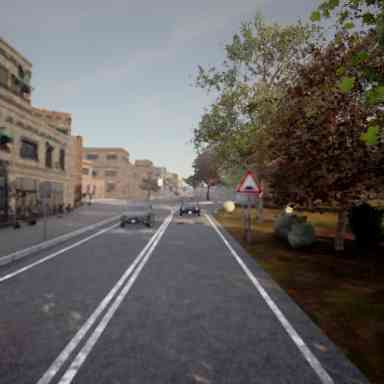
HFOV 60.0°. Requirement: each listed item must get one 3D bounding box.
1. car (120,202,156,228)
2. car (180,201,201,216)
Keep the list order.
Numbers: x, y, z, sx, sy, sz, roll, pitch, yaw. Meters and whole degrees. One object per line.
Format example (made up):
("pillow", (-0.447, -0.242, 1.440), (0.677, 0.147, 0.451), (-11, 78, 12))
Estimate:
("car", (-3.476, 1.466, 22.028), (1.837, 1.490, 4.892), (0, 0, 0))
("car", (-0.119, 1.487, 31.313), (1.895, 1.301, 4.718), (0, 1, 1))
